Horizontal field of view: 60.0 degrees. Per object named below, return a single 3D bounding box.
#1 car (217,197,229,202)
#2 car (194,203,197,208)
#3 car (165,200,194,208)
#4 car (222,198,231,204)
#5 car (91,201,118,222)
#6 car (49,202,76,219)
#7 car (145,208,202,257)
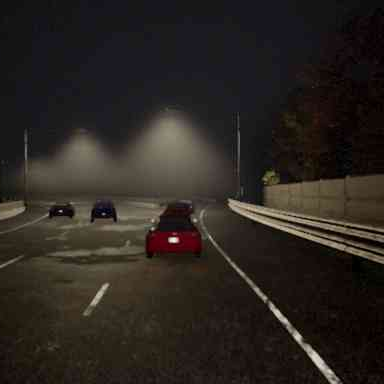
[{"bbox_3d":[7.543,1.924,84.326,1.882,1.535,5.008,0,-3,12],"label":"car"},{"bbox_3d":[-0.564,1.485,34.626,2.033,1.411,5.357,0,0,4],"label":"car"},{"bbox_3d":[-0.960,1.437,23.936,1.882,1.535,5.008,0,0,0],"label":"car"},{"bbox_3d":[9.891,2.583,95.115,1.895,1.301,4.718,0,-4,13],"label":"car"},{"bbox_3d":[-7.009,1.464,26.583,1.882,1.535,5.008,0,0,-14],"label":"car"},{"bbox_3d":[-11.490,1.569,29.576,1.994,1.385,4.181,0,0,-16],"label":"car"},{"bbox_3d":[-0.693,1.543,12.934,1.994,1.385,4.181,0,0,-3],"label":"car"}]
